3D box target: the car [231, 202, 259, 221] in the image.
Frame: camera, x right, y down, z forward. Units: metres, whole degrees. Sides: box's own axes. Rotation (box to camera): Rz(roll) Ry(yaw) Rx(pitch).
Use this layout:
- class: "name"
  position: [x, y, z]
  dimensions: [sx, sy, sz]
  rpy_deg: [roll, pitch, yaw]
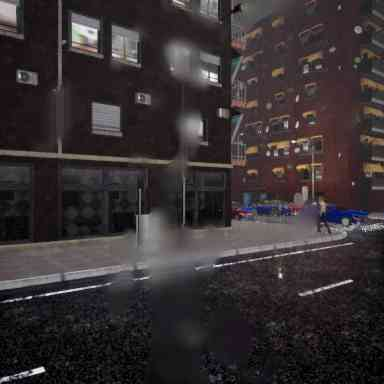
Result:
- class: "car"
  position: [3.681, 1.861, 30.196]
  dimensions: [1.802, 1.307, 4.206]
  rpy_deg: [-1, 0, -36]

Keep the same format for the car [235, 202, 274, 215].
- class: "car"
  position: [7.333, 1.918, 39.395]
  dimensions: [1.947, 1.339, 4.313]
  rpy_deg: [-1, 0, -36]

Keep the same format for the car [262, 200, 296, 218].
- class: "car"
  position: [7.934, 1.641, 34.093]
  dimensions: [2.097, 1.767, 4.553]
  rpy_deg: [0, -1, -35]

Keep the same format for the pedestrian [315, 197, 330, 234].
- class: "pedestrian"
  position: [6.503, 1.142, 16.592]
  dimensions: [0.375, 1.860, 0.375]
  rpy_deg: [0, 0, -35]

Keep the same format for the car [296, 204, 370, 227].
- class: "car"
  position: [10.478, 1.645, 24.607]
  dimensions: [1.882, 1.535, 5.008]
  rpy_deg: [0, -1, -31]

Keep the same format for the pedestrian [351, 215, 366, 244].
- class: "pedestrian"
  position: [7.241, 1.574, 14.506]
  dimensions: [0.375, 1.300, 0.375]
  rpy_deg: [0, 0, -35]

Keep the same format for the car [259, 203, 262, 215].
- class: "car"
  position: [4.296, 1.791, 33.732]
  dimensions: [1.882, 1.535, 5.008]
  rpy_deg: [0, -1, -36]

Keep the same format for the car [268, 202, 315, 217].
- class: "car"
  position: [10.448, 1.827, 35.082]
  dimensions: [1.887, 1.381, 4.507]
  rpy_deg: [-1, 0, -36]
